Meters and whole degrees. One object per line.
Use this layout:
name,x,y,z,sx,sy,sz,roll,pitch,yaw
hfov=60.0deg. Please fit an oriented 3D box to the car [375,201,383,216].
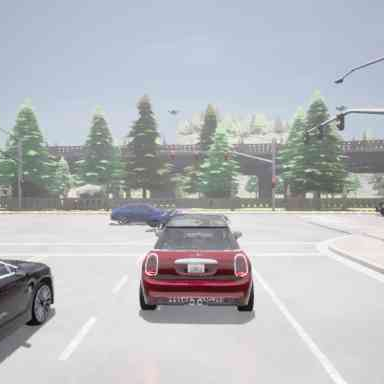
car,19.478,1.166,29.618,5.566,2.045,2.150,0,0,1

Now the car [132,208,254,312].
car,0.149,1.352,7.922,2.097,1.767,4.553,0,0,2

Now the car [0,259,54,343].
car,-3.432,1.492,4.172,2.128,1.511,4.902,0,0,0

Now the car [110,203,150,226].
car,-3.246,1.496,22.774,4.674,1.442,1.812,0,0,1

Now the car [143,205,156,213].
car,-0.182,1.580,19.229,4.718,1.301,1.895,0,0,1
